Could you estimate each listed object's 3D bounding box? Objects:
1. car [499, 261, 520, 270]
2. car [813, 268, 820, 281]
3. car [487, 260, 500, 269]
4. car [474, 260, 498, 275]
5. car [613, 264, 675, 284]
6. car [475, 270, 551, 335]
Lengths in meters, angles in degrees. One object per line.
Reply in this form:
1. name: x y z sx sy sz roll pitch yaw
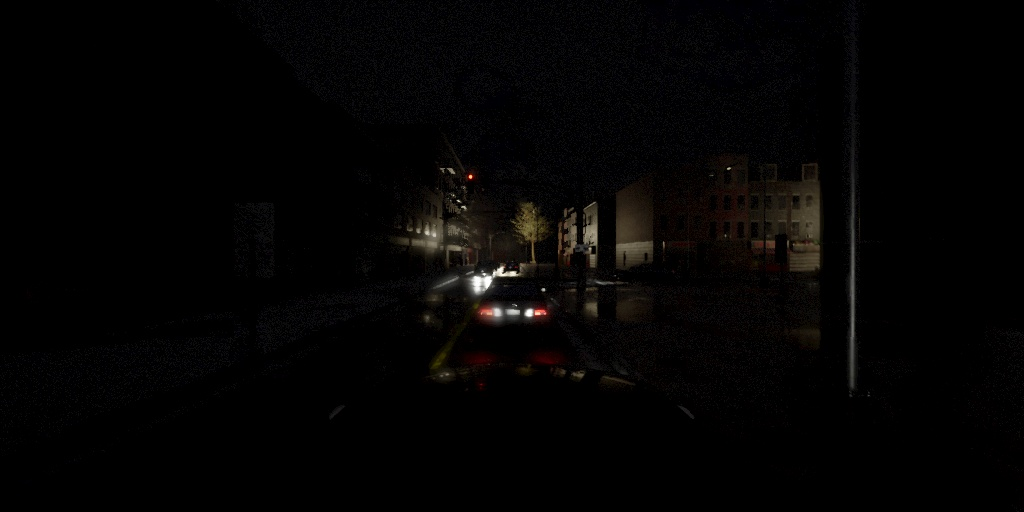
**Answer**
1. car: -0.096 1.309 42.088 2.033 1.411 5.357 0 0 2
2. car: 24.819 1.085 26.110 5.008 1.535 1.882 0 0 0
3. car: -2.959 1.343 57.776 1.994 1.385 4.181 0 0 -1
4. car: -2.917 1.250 37.946 2.128 1.511 4.902 0 0 0
5. car: 9.552 1.252 26.108 4.181 1.385 1.994 0 0 2
6. car: 0.046 1.297 10.448 2.033 1.411 5.357 0 0 0
